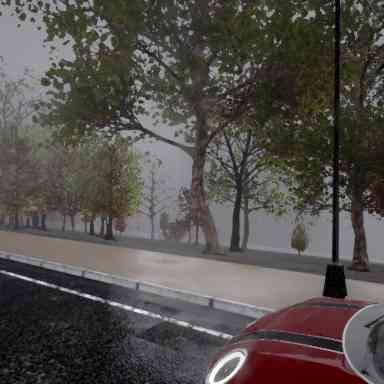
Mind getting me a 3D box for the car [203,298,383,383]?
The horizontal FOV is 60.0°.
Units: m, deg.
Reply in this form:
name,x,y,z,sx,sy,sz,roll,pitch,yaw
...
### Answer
name,x,y,z,sx,sy,sz,roll,pitch,yaw
car,2.238,1.352,2.079,4.553,1.767,2.097,0,0,36
